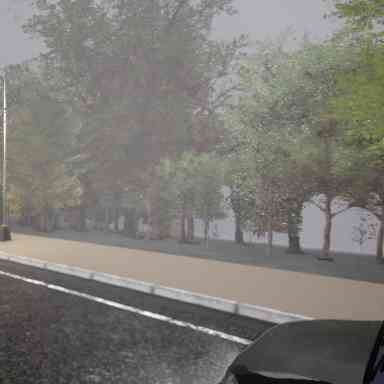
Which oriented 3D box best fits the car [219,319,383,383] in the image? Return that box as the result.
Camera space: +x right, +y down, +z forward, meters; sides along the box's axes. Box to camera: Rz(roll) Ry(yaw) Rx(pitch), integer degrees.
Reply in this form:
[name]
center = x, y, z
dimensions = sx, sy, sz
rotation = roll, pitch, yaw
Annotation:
[car]
center = 2.178, 1.564, 2.130
dimensions = 4.181, 1.385, 1.994
rotation = 0, 0, 36
